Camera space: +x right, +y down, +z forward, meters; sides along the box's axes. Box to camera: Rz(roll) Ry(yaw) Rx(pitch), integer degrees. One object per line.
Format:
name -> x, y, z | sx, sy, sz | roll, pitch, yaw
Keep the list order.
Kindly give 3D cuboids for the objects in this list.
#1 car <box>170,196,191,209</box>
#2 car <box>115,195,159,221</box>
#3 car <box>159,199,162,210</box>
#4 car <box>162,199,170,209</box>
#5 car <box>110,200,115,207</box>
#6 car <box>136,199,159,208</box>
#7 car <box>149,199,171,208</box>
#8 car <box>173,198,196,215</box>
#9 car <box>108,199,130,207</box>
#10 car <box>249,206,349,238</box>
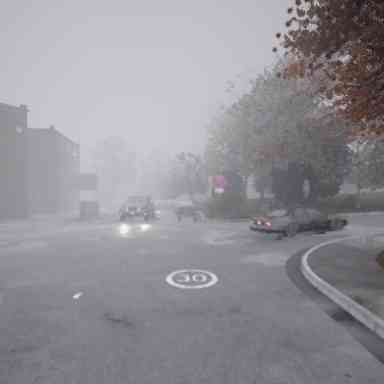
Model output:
car -> -1.027, 1.494, 41.662 | 2.435, 2.045, 5.566 | 0, -1, -7
car -> -4.327, 1.245, 27.294 | 2.150, 2.045, 5.566 | 0, -1, 1
car -> -5.942, 1.914, 48.054 | 1.812, 1.442, 4.674 | 0, -1, -15
car -> -3.484, 1.938, 52.820 | 2.231, 1.521, 4.892 | 0, -1, -18
car -> -14.047, 2.361, 64.778 | 1.994, 1.385, 4.181 | -1, -1, -38
car -> -8.445, 2.113, 62.988 | 2.231, 1.521, 4.892 | -1, -1, -35
car -> -5.692, 2.029, 58.118 | 2.097, 1.535, 5.008 | -1, -1, -27
car -> -0.664, 1.662, 35.675 | 2.097, 1.535, 5.008 | 0, -1, -1
car -> -15.794, 2.453, 71.875 | 4.892, 1.521, 2.231 | -4, -2, 42
car -> 5.620, 1.459, 17.393 | 5.357, 1.411, 2.033 | -3, 1, -24
